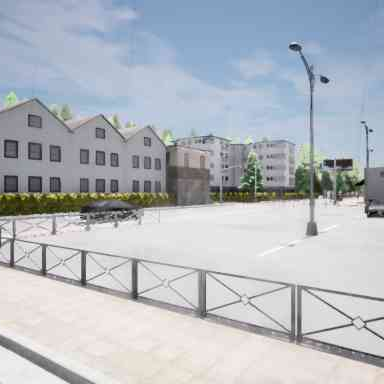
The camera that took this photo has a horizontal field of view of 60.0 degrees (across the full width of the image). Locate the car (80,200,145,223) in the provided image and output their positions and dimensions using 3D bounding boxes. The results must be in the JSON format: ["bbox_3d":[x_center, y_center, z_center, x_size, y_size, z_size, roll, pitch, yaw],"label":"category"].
[{"bbox_3d":[-5.517,1.286,23.731,1.882,1.535,5.008,0,0,35],"label":"car"}]

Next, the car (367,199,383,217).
[{"bbox_3d":[15.399,1.298,26.827,2.007,1.523,4.514,0,0,35],"label":"car"}]
